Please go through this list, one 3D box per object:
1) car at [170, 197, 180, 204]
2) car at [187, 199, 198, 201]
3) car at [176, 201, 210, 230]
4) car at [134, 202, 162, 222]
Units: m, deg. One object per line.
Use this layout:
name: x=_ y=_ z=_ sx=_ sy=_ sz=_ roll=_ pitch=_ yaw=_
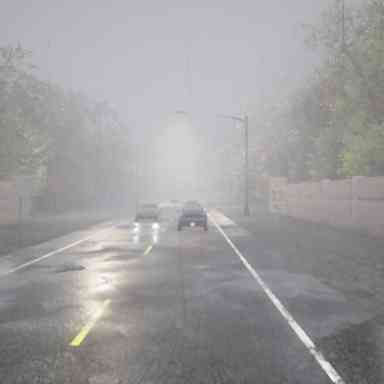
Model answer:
car: x=-3.500 y=1.698 z=69.412 sx=1.882 sy=1.535 sz=5.008 roll=0 pitch=0 yaw=0
car: x=0.094 y=1.667 z=41.622 sx=1.837 sy=1.490 sz=4.892 roll=0 pitch=0 yaw=0
car: x=0.054 y=1.603 z=21.663 sx=1.837 sy=1.490 sz=4.892 roll=0 pitch=0 yaw=1
car: x=-3.597 y=1.624 z=27.920 sx=1.837 sy=1.490 sz=4.892 roll=0 pitch=0 yaw=0
